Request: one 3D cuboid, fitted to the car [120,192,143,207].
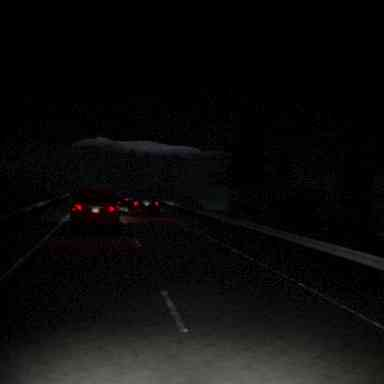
[{"bbox_3d":[-6.974,0.810,37.718,2.033,1.411,5.357,3,1,-15],"label":"car"}]

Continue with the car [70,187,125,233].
[{"bbox_3d":[-4.837,0.802,16.870,2.150,2.045,5.566,3,1,-15],"label":"car"}]

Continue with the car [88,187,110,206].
[{"bbox_3d":[-10.322,0.447,36.859,2.097,1.767,4.553,3,1,-15],"label":"car"}]

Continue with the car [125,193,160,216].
[{"bbox_3d":[-3.893,0.884,26.600,2.097,1.767,4.553,3,1,-15],"label":"car"}]
